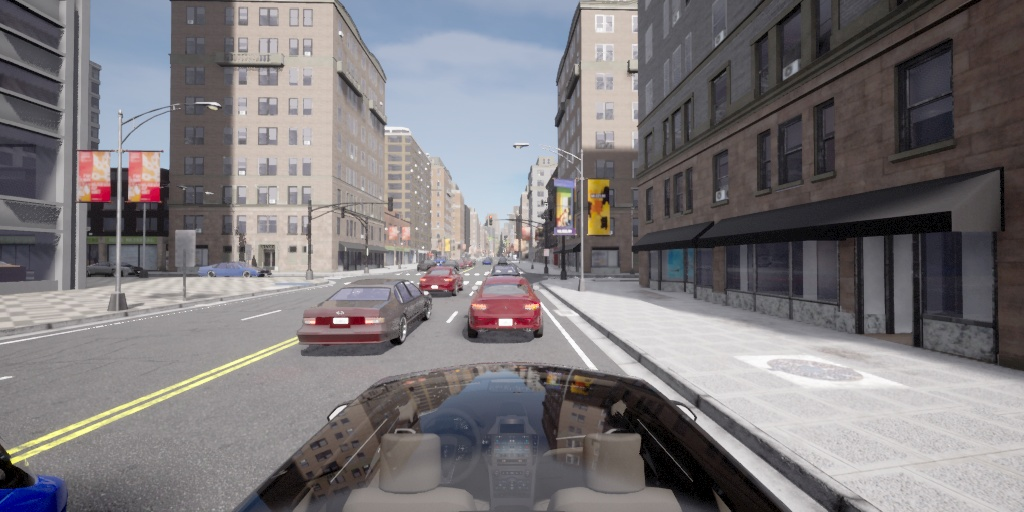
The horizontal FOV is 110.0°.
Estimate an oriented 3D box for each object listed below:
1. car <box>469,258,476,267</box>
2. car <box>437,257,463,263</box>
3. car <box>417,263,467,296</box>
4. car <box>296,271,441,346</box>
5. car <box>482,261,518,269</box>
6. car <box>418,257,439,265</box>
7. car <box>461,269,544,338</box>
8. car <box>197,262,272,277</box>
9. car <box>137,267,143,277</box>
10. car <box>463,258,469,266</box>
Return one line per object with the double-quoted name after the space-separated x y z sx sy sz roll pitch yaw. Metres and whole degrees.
-8.278 1.063 64.579 2.097 1.767 4.553 0 0 -1 "car"
-7.807 1.207 45.500 1.882 1.535 5.008 0 0 -2 "car"
-3.669 1.274 19.021 1.812 1.442 4.674 0 0 -2 "car"
-3.413 1.298 9.434 2.033 1.411 5.357 0 0 -2 "car"
-0.413 1.240 19.200 2.128 1.511 4.902 0 0 -3 "car"
-11.105 1.206 47.201 1.882 1.535 5.008 0 0 -1 "car"
-0.183 1.276 10.116 1.812 1.442 4.674 0 0 -1 "car"
-23.681 1.194 30.689 5.357 1.411 2.033 0 -1 1 "car"
-33.647 1.169 30.365 4.181 1.385 1.994 0 -1 -2 "car"
-8.051 1.247 54.704 1.812 1.442 4.674 0 0 -1 "car"
